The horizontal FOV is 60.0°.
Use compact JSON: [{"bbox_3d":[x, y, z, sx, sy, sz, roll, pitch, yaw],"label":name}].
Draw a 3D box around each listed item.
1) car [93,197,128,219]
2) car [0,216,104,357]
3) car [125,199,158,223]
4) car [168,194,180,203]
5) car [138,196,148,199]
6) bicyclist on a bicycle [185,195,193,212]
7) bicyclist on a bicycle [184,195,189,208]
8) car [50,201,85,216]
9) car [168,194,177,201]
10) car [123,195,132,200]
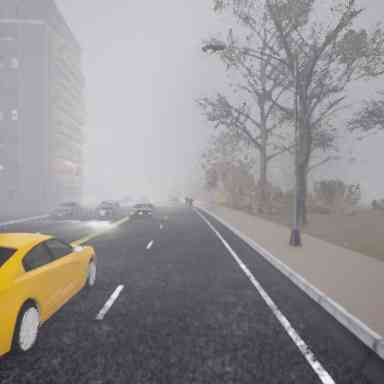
[{"bbox_3d":[-7.275,1.476,29.166,2.128,1.511,4.902,0,0,-2],"label":"car"},{"bbox_3d":[-3.206,1.476,6.031,1.882,1.535,5.008,0,0,-1],"label":"car"},{"bbox_3d":[-3.680,1.532,25.731,2.033,1.411,5.357,0,0,-2],"label":"car"},{"bbox_3d":[-3.621,1.477,69.900,2.033,1.411,5.357,0,0,-6],"label":"car"},{"bbox_3d":[-9.945,1.458,67.837,1.812,1.442,4.674,0,0,-6],"label":"car"},{"bbox_3d":[-0.145,1.423,36.810,0.582,1.620,1.656,0,0,-3],"label":"bicyclist on a bicycle"},{"bbox_3d":[-0.756,1.332,46.720,0.659,1.776,1.843,0,0,-4],"label":"bicyclist on a bicycle"},{"bbox_3d":[-10.494,1.514,28.420,1.812,1.442,4.674,0,0,-2],"label":"car"},{"bbox_3d":[-4.756,1.322,80.421,1.882,1.535,5.008,0,0,-7],"label":"car"},{"bbox_3d":[-13.156,1.442,67.290,1.837,1.490,4.892,0,0,-6],"label":"car"}]
